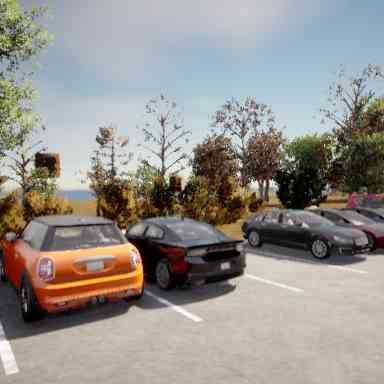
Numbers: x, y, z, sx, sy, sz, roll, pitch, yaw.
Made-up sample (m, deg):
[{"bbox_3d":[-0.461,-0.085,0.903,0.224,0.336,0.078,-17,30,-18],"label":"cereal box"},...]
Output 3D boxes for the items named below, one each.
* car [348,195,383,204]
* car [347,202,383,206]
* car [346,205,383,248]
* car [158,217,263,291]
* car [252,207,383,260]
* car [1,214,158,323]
[{"bbox_3d":[10.784,1.172,17.252,2.435,2.045,5.566,0,0,-35],"label":"car"},{"bbox_3d":[8.486,1.453,15.612,2.163,1.488,4.792,0,0,-35],"label":"car"},{"bbox_3d":[6.186,1.453,13.972,2.163,1.488,4.792,0,0,-35],"label":"car"},{"bbox_3d":[-0.725,1.423,9.075,2.097,1.535,5.008,0,0,-36],"label":"car"},{"bbox_3d":[3.968,1.424,12.435,2.231,1.521,4.892,0,0,-35],"label":"car"},{"bbox_3d":[-2.908,1.298,7.486,2.185,1.767,4.553,0,0,-35],"label":"car"}]
